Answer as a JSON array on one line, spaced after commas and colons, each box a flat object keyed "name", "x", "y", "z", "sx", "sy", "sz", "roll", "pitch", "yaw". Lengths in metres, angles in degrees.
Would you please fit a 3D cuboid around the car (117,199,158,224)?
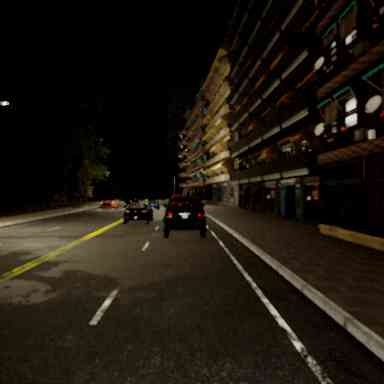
[{"name": "car", "x": -3.973, "y": 1.554, "z": 25.149, "sx": 2.128, "sy": 1.511, "sz": 4.902, "roll": 0, "pitch": 0, "yaw": -3}]

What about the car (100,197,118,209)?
[{"name": "car", "x": -12.256, "y": 1.507, "z": 49.305, "sx": 2.097, "sy": 1.767, "sz": 4.553, "roll": 0, "pitch": 0, "yaw": -5}]

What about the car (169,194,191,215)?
[{"name": "car", "x": -1.384, "y": 1.286, "z": 36.315, "sx": 2.150, "sy": 2.045, "sz": 5.566, "roll": 0, "pitch": 0, "yaw": -4}]

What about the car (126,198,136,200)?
[{"name": "car", "x": -8.995, "y": 1.649, "z": 49.300, "sx": 1.837, "sy": 1.490, "sz": 4.892, "roll": 0, "pitch": 0, "yaw": -5}]

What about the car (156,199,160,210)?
[{"name": "car", "x": -5.224, "y": 1.648, "z": 44.409, "sx": 2.033, "sy": 1.411, "sz": 5.357, "roll": 0, "pitch": 0, "yaw": -5}]

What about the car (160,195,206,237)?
[{"name": "car", "x": -0.425, "y": 1.254, "z": 18.534, "sx": 2.150, "sy": 2.045, "sz": 5.566, "roll": 0, "pitch": 0, "yaw": -2}]
